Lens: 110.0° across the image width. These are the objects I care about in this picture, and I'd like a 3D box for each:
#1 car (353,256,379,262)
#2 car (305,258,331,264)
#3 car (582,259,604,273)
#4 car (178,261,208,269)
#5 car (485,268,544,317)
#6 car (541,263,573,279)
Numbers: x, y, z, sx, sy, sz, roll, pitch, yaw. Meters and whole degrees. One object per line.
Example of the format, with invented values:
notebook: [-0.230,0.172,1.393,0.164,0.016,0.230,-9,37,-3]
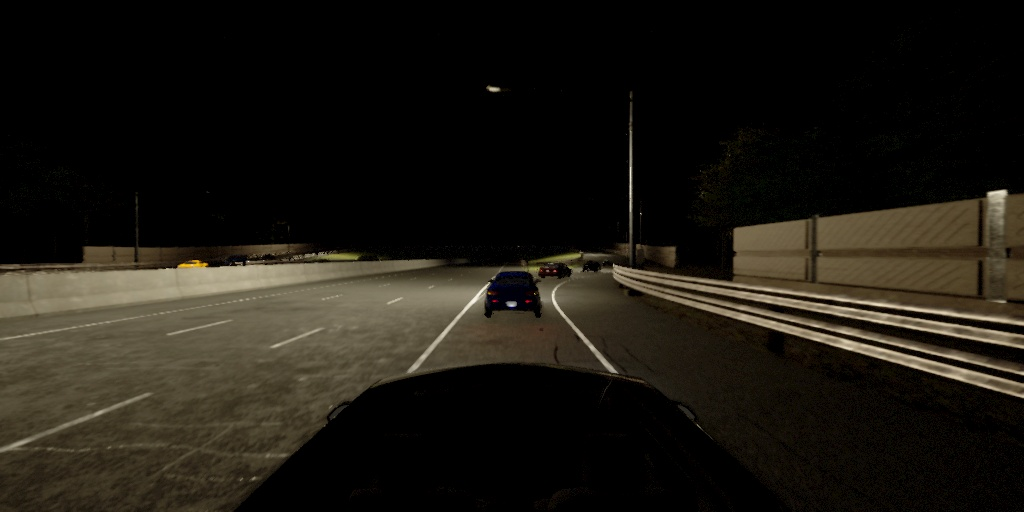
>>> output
car: [-21.073,1.022,51.843,2.150,2.045,5.566,0,0,1]
car: [-28.064,1.152,51.947,2.097,1.767,4.553,0,0,1]
car: [10.503,1.406,47.135,1.837,1.490,4.892,1,0,23]
car: [-42.525,1.385,47.885,1.882,1.535,5.008,0,0,-22]
car: [0.092,1.286,13.186,1.812,1.442,4.674,0,0,2]
car: [4.019,1.319,32.498,2.033,1.411,5.357,0,0,23]
